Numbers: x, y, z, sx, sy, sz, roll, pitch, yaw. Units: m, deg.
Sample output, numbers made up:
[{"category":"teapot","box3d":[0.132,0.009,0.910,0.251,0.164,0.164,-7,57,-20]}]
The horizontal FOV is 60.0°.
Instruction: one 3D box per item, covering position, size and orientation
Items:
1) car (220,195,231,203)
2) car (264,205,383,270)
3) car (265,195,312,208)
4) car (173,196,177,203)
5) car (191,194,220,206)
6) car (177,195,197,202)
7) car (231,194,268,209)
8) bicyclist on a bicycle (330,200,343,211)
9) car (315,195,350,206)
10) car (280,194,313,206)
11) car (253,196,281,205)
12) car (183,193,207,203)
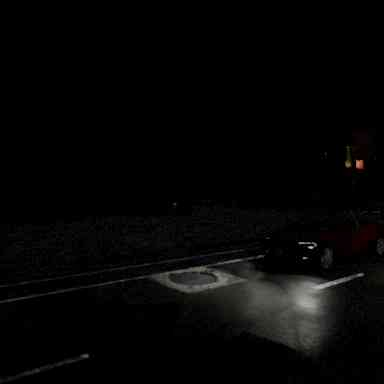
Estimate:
[{"category":"car","box3d":[5.272,1.258,60.374,1.887,1.381,4.507,-2,1,-36]},{"category":"car","box3d":[4.520,1.384,10.889,5.008,1.535,1.882,0,0,-35]},{"category":"car","box3d":[10.951,1.406,37.765,1.947,1.339,4.313,-2,1,-36]},{"category":"car","box3d":[-4.446,1.376,64.069,2.128,1.511,4.902,-2,1,-36]},{"category":"car","box3d":[1.586,1.422,50.871,1.752,1.417,4.829,-2,1,-36]},{"category":"car","box3d":[-1.135,1.281,69.340,1.752,1.417,4.829,-2,1,-36]},{"category":"car","box3d":[7.791,1.174,42.177,2.192,1.841,5.009,-2,1,-36]},{"category":"bicyclist on a bicycle","box3d":[6.245,1.242,14.688,1.843,1.776,0.659,-1,0,-35]},{"category":"car","box3d":[17.884,1.076,42.716,1.967,1.590,4.097,-2,1,-36]},{"category":"car","box3d":[14.730,1.095,47.130,1.967,1.590,4.097,-2,1,-36]},{"category":"car","box3d":[11.580,1.256,51.546,1.802,1.307,4.206,-2,1,-36]},{"category":"car","box3d":[0.565,1.148,62.232,2.097,1.767,4.553,-2,1,-35]}]
